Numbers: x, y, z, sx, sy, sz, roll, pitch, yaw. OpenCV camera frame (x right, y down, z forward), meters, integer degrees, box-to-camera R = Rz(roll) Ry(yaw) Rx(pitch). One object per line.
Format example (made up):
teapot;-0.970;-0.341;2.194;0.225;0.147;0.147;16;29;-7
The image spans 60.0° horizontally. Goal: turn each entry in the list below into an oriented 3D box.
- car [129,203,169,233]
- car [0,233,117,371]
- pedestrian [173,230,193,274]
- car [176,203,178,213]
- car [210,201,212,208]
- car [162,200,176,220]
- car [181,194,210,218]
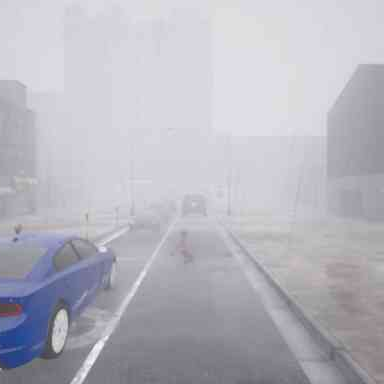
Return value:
car;-2.537;1.546;19.328;1.802;1.307;4.206;0;0;0
car;-2.719;1.467;5.967;1.882;1.535;5.008;0;0;0
pedestrian;-0.231;1.277;8.954;0.375;1.860;0.375;0;0;0
car;-2.449;1.500;35.684;1.947;1.339;4.313;0;0;0
car;1.145;1.415;42.353;2.128;1.511;4.902;0;0;18
car;-2.507;1.520;24.780;1.947;1.339;4.313;0;0;0
car;0.222;1.169;29.522;2.150;2.045;5.566;0;0;1
